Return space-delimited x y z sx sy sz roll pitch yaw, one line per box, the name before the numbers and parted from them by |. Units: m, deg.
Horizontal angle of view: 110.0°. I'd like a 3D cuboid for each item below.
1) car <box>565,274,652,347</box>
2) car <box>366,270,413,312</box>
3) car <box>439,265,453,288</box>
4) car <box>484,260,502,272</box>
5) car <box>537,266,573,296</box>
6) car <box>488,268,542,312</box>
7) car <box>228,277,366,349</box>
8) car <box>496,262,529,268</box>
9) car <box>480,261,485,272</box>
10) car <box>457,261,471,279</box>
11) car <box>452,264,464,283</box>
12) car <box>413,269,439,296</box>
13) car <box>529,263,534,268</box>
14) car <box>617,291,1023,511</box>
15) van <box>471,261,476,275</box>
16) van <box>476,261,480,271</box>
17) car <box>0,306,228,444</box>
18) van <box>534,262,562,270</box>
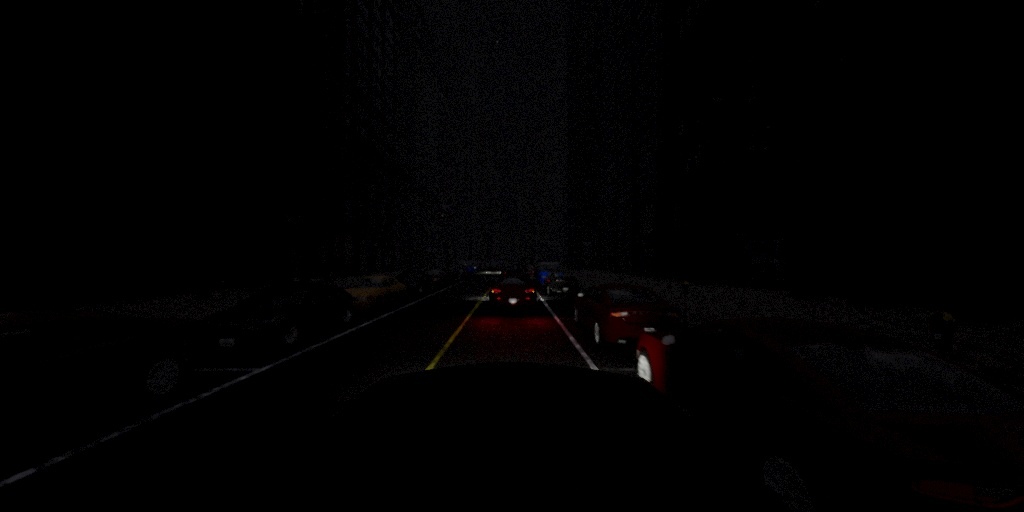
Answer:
car | 2.765 1.372 9.436 1.888 1.381 4.507 0 0 0
car | -5.759 1.409 14.887 1.751 1.417 4.829 0 0 0
car | -5.756 1.581 26.329 1.802 1.307 4.207 0 0 0
car | -3.040 1.834 59.357 1.882 1.535 5.008 0 -1 0
car | 2.768 1.491 20.708 2.007 1.370 4.403 0 0 0
car | 0.056 1.406 14.848 1.812 1.442 4.674 0 0 0
car | -5.760 1.392 9.421 1.948 1.339 4.313 0 0 0
car | 0.054 1.521 29.193 2.128 1.511 4.902 0 -1 0
car | -5.747 1.680 60.146 2.192 1.841 5.009 0 0 0
car | -5.753 1.559 37.602 1.967 1.591 4.097 0 0 0
car | -5.755 1.624 31.965 1.948 1.339 4.313 0 0 0
car | -5.758 1.507 20.693 1.948 1.339 4.313 0 0 0
car | 2.770 1.609 31.979 2.007 1.370 4.403 0 0 0
car | 2.763 1.316 3.800 1.888 1.381 4.507 0 0 0
van | -5.752 1.520 43.238 1.690 1.789 3.998 0 0 0
van | -5.750 1.582 48.874 1.690 1.789 3.998 0 0 0
car | -5.762 1.316 3.785 1.888 1.381 4.507 0 0 0
van | 2.769 1.340 26.343 1.690 1.789 3.998 0 0 0
